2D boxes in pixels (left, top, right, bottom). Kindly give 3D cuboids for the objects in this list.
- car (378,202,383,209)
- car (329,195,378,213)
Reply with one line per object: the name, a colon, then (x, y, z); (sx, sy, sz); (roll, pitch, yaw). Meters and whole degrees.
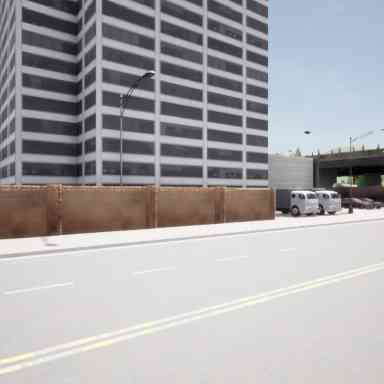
car: (22.980, 1.508, 44.099); (1.994, 1.385, 4.181); (0, 0, -36)
car: (20.252, 1.470, 41.897); (1.812, 1.442, 4.674); (0, 0, -36)
